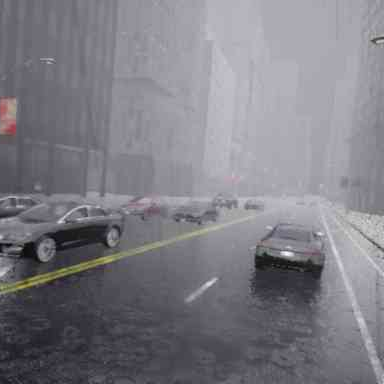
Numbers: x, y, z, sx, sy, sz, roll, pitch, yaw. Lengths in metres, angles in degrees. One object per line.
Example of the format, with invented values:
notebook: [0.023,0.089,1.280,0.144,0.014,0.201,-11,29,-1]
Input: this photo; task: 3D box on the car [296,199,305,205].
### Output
car: [29.136,2.871,89.567,1.895,1.301,4.718,5,1,20]

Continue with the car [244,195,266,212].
car: [7.963,1.618,42.056,1.882,1.535,5.008,5,1,21]

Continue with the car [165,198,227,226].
car: [0.431,1.316,22.129,2.033,1.411,5.357,5,1,20]

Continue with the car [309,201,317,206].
car: [32.157,3.148,88.400,1.895,1.301,4.718,5,1,20]

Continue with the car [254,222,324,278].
car: [3.386,1.745,11.239,1.994,1.385,4.181,5,1,20]

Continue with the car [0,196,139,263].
car: [-3.976,1.050,10.272,2.128,1.511,4.902,5,1,22]

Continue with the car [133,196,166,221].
car: [-3.042,0.995,22.077,1.812,1.442,4.674,5,1,21]

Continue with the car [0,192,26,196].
car: [-6.959,0.772,11.687,2.128,1.511,4.902,5,1,17]

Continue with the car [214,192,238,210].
car: [4.209,1.049,41.242,2.150,2.045,5.566,5,1,21]
